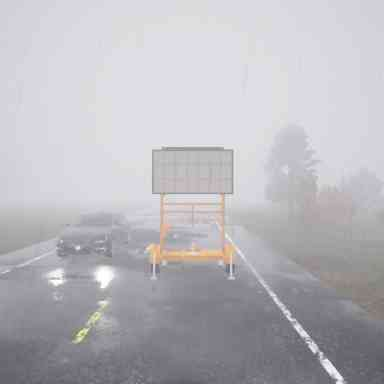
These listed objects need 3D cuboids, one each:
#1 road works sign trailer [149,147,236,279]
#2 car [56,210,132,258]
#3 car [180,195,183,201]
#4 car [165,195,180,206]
[{"bbox_3d":[0.021,0.465,9.974,2.380,3.560,2.880,0,0,0],"label":"road works sign trailer"},{"bbox_3d":[-3.572,1.506,12.851,1.837,1.490,4.892,0,0,0],"label":"car"},{"bbox_3d":[-3.309,1.564,88.471,2.128,1.511,4.902,0,0,0],"label":"car"},{"bbox_3d":[-3.467,1.560,55.619,1.812,1.442,4.674,0,0,0],"label":"car"}]
